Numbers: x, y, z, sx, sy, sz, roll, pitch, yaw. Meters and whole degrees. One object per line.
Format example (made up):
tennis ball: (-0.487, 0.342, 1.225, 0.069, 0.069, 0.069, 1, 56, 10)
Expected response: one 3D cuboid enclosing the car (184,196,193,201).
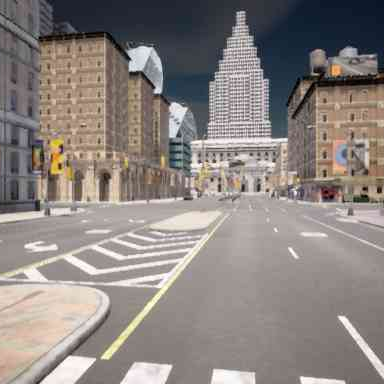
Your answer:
car: (-0.923, 1.570, 85.445, 1.895, 1.301, 4.718, 0, 0, 9)
